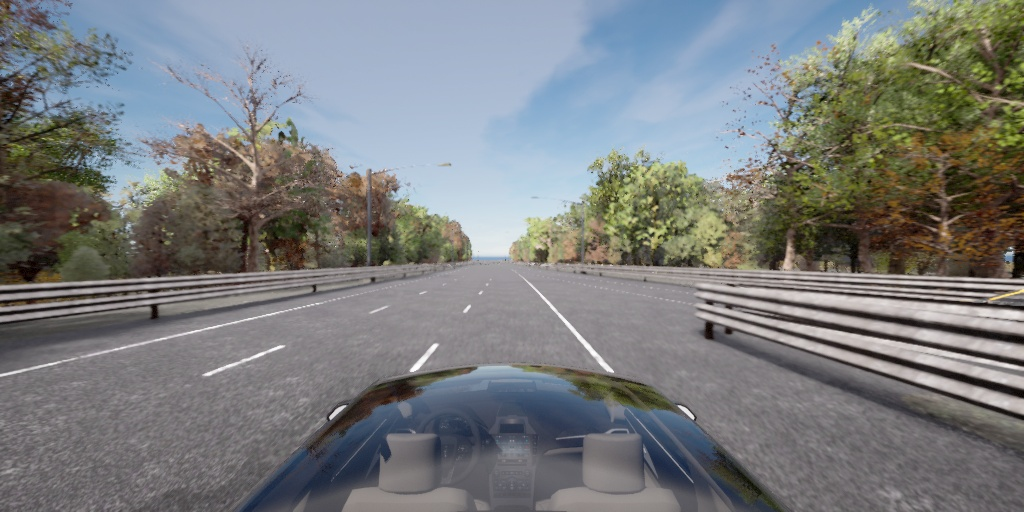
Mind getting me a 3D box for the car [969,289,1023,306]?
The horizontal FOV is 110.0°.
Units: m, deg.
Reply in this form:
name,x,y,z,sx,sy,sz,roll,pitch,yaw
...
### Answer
name,x,y,z,sx,sy,sz,roll,pitch,yaw
car,11.763,1.305,7.695,1.801,1.575,5.366,0,-1,-12
